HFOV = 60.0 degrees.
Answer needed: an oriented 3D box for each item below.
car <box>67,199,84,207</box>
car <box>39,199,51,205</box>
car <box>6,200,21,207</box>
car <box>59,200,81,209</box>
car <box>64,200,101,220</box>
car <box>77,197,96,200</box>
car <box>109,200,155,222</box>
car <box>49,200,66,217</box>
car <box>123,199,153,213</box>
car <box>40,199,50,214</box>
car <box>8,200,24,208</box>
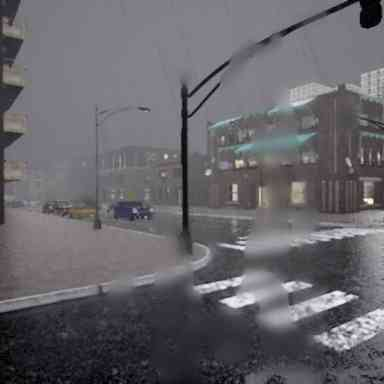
[{"bbox_3d":[-22.227,2.098,63.281,1.812,1.442,4.674,-1,0,-36],"label":"car"},{"bbox_3d":[-36.604,2.398,82.542,1.752,1.417,4.829,-1,0,-36],"label":"car"},{"bbox_3d":[-36.720,2.350,68.316,2.008,1.369,4.403,-1,0,-36],"label":"car"},{"bbox_3d":[-20.402,2.053,55.330,2.033,1.411,5.357,-1,0,-36],"label":"car"},{"bbox_3d":[-10.228,1.769,31.218,1.752,1.417,4.829,-1,0,-36],"label":"car"},{"bbox_3d":[-14.354,1.885,46.965,1.837,1.490,4.892,-1,0,-35],"label":"car"},{"bbox_3d":[-5.019,1.512,28.538,2.097,1.767,4.553,-1,0,-36],"label":"car"},{"bbox_3d":[-13.590,1.865,36.002,2.008,1.369,4.403,-1,0,-36],"label":"car"},{"bbox_3d":[-6.731,1.685,40.886,1.967,1.590,4.097,-1,0,-36],"label":"car"},{"bbox_3d":[-16.869,1.823,40.637,1.967,1.590,4.097,-1,0,-36],"label":"car"},{"bbox_3d":[-33.413,2.274,63.701,1.887,1.381,4.507,-1,0,-36],"label":"car"}]
